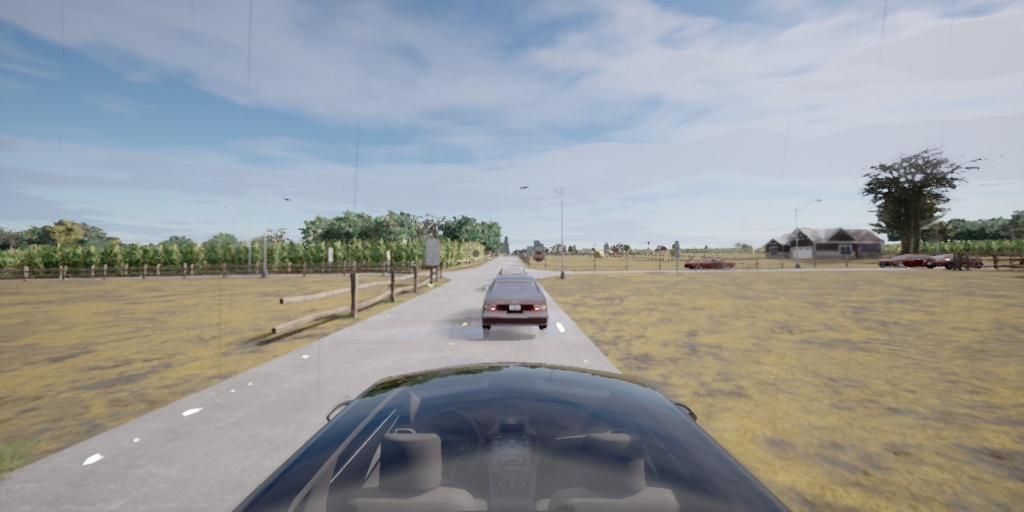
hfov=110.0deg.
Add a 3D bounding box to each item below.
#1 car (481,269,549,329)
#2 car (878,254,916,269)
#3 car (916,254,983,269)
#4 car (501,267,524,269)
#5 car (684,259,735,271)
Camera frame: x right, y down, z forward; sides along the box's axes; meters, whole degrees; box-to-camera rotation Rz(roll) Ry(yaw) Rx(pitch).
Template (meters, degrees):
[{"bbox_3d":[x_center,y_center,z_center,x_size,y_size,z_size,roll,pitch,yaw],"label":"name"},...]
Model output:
[{"bbox_3d":[0.080,1.308,11.273,2.033,1.411,5.357,0,0,0],"label":"car"},{"bbox_3d":[42.800,0.577,38.890,5.008,1.535,1.882,0,-1,0],"label":"car"},{"bbox_3d":[44.229,0.558,36.049,4.674,1.442,1.812,-1,-1,0],"label":"car"},{"bbox_3d":[0.048,1.315,21.781,1.895,1.301,4.718,0,0,0],"label":"car"},{"bbox_3d":[21.308,0.930,38.892,4.718,1.301,1.895,-1,-1,0],"label":"car"}]
